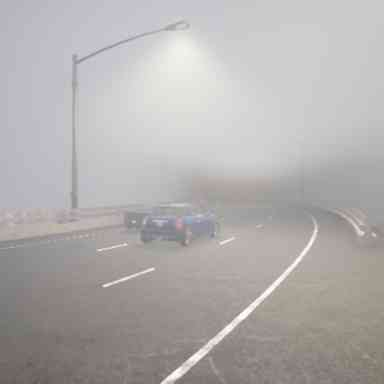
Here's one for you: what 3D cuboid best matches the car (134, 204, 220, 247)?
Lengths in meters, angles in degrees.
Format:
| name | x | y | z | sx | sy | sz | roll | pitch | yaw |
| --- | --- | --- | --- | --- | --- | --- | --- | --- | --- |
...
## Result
| name | x | y | z | sx | sy | sz | roll | pitch | yaw |
| --- | --- | --- | --- | --- | --- | --- | --- | --- | --- |
| car | -0.362 | 1.319 | 15.216 | 2.097 | 1.767 | 4.553 | 0 | 0 | 26 |

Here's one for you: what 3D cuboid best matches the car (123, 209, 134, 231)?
| name | x | y | z | sx | sy | sz | roll | pitch | yaw |
| --- | --- | --- | --- | --- | --- | --- | --- | --- | --- |
| car | -2.071 | 1.429 | 19.846 | 1.882 | 1.535 | 5.008 | 0 | 0 | 24 |
